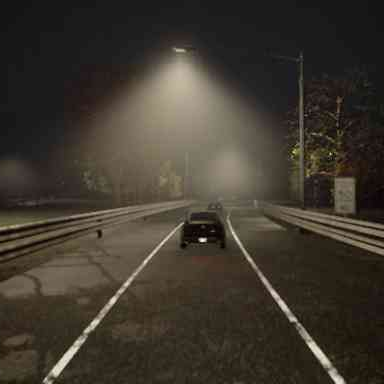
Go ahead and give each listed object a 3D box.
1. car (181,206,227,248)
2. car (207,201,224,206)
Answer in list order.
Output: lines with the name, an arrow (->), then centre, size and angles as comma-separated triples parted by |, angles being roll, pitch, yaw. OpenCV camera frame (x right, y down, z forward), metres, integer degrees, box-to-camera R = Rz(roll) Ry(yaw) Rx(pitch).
car -> 0.540, 1.598, 15.231 | 1.837, 1.490, 4.892 | 0, 0, 3
car -> 2.773, 1.777, 40.184 | 2.033, 1.411, 5.357 | 0, 0, 8
